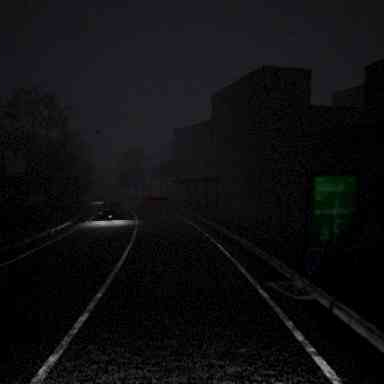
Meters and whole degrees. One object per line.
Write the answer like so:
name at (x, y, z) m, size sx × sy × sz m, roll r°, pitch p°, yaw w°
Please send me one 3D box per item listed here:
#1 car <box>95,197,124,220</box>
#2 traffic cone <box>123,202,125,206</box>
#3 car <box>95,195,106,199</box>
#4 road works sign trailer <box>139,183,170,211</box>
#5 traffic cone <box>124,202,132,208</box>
car at (-6.486, 1.398, 26.863) m, size 2.033 × 1.411 × 5.357 m, roll -1°, pitch 1°, yaw -11°
traffic cone at (-8.512, 1.683, 43.482) m, size 0.340 × 0.580 × 0.340 m, roll -2°, pitch 1°, yaw -16°
car at (-18.389, 1.292, 66.981) m, size 1.994 × 1.385 × 4.181 m, roll -2°, pitch 1°, yaw -18°
road works sign trailer at (-3.793, 0.536, 32.932) m, size 2.380 × 2.880 × 3.560 m, roll -2°, pitch 1°, yaw -20°
traffic cone at (-7.948, 1.690, 41.563) m, size 0.340 × 0.580 × 0.340 m, roll -2°, pitch 1°, yaw -16°
